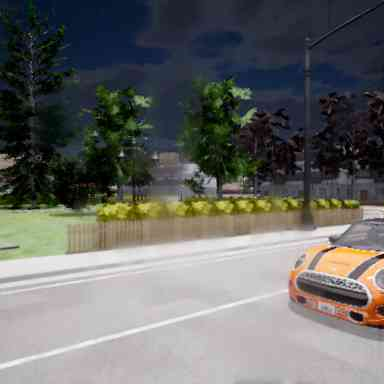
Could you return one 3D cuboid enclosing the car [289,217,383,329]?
[{"bbox_3d":[4.085,1.348,6.884,4.553,1.767,2.097,0,0,-35],"label":"car"}]
